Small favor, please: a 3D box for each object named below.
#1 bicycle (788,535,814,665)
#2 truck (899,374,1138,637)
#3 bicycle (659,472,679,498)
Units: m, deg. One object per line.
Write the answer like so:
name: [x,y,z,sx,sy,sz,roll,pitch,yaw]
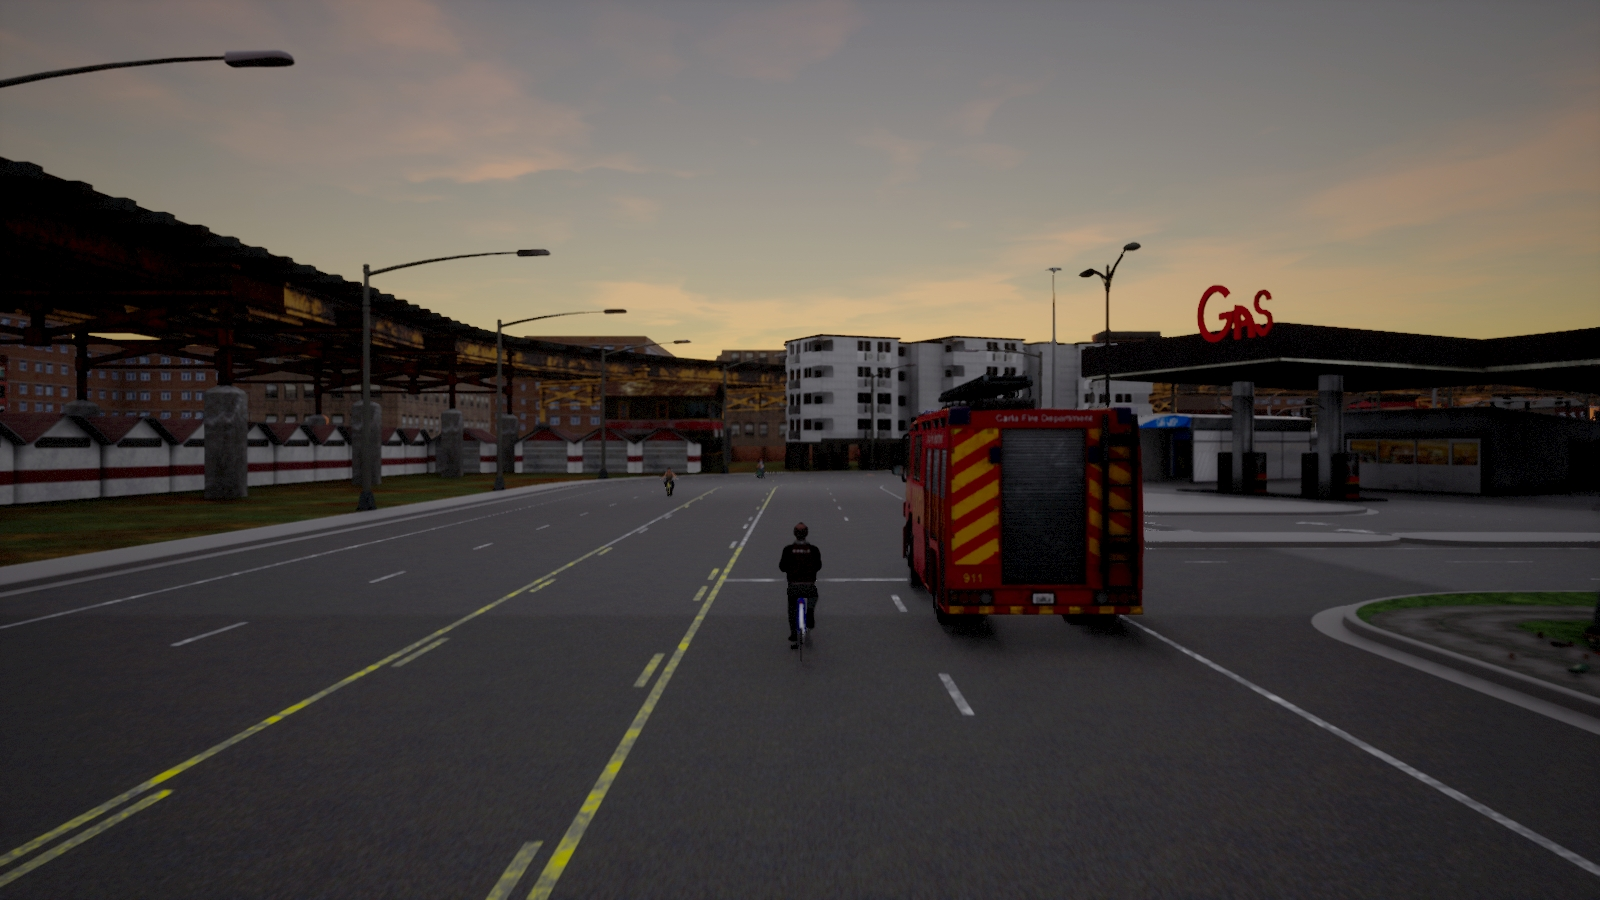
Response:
bicycle: [0.008,1.970,15.416,0.329,1.496,1.835,0,0,0]
truck: [3.552,0.788,20.870,2.891,3.827,8.468,0,0,1]
bicycle: [-6.981,1.861,60.923,0.859,1.301,1.487,0,0,0]
